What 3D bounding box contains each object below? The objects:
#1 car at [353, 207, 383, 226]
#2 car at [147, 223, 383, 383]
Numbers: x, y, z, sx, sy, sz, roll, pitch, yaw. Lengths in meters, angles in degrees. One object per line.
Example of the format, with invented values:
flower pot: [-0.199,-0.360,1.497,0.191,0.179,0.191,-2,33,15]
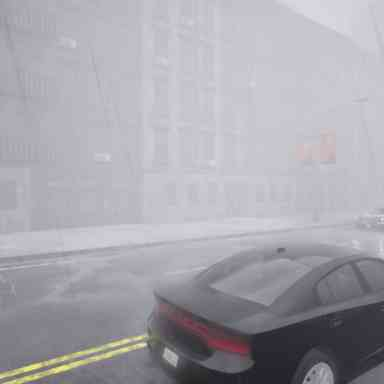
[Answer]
car: [11.681,1.573,19.912,4.718,1.301,1.895,0,0,-35]
car: [1.815,1.473,4.720,5.008,1.535,1.882,0,0,-35]
